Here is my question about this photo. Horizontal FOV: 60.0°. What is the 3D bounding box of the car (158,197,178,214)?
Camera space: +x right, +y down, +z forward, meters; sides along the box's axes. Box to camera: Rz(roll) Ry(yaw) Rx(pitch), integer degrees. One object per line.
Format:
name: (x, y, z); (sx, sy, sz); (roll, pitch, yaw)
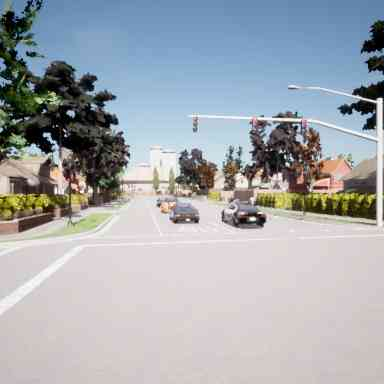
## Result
car: (-2.153, 1.352, 35.536); (2.097, 1.767, 4.553); (0, 0, -9)

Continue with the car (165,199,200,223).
car: (-0.676, 1.547, 25.749); (2.033, 1.411, 5.357); (0, 0, -9)

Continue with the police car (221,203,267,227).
police car: (3.369, 1.509, 22.863); (2.038, 1.542, 4.974); (0, 0, -8)
